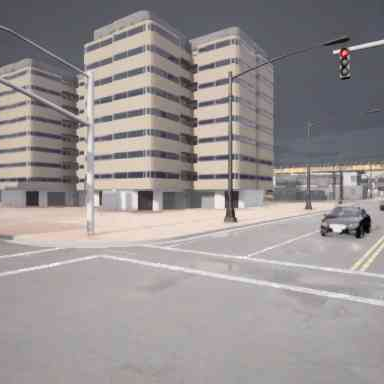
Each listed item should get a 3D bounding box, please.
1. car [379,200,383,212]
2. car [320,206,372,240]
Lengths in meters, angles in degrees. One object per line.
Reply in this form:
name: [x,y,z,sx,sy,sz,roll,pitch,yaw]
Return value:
car: [22.586,1.476,37.794,1.882,1.535,5.008,0,0,35]
car: [8.078,1.498,17.286,2.128,1.511,4.902,0,0,35]
